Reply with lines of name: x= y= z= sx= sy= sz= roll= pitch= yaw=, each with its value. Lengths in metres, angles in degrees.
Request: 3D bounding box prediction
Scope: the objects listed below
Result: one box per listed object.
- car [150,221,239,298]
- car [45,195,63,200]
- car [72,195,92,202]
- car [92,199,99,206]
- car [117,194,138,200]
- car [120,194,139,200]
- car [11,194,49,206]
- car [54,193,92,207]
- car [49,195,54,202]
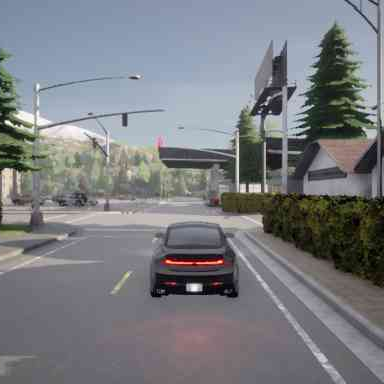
car: x=0.061 y=1.505 z=8.527 sx=1.837 sy=1.490 sz=4.892 roll=0 pitch=0 yaw=0
car: x=-35.077 y=1.384 z=84.577 sx=3.806 sy=1.475 sz=1.970 roll=0 pitch=0 yaw=0
car: x=-24.018 y=1.319 z=72.646 sx=3.633 sy=1.501 sz=1.845 roll=0 pitch=0 yaw=0
car: x=-16.167 y=1.361 z=50.278 sx=3.806 sy=1.475 sz=1.970 roll=0 pitch=0 yaw=0
car: x=-16.411 y=1.330 z=84.534 sx=5.027 sy=1.636 sz=2.152 roll=0 pitch=0 yaw=0
car: x=-16.481 y=1.339 z=87.671 sx=4.514 sy=1.523 sz=2.007 roll=0 pitch=0 yaw=0
car: x=-24.646 y=1.097 z=50.192 sx=4.605 sy=1.855 sz=1.932 roll=0 pitch=0 yaw=0
car: x=-16.760 y=1.077 z=46.950 sx=3.866 sy=1.878 sz=1.905 roll=0 pitch=0 yaw=0
car: x=-24.005 y=1.298 z=62.653 sx=4.514 sy=1.523 sz=2.007 roll=0 pitch=0 yaw=0
